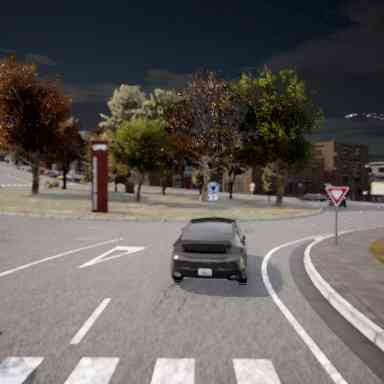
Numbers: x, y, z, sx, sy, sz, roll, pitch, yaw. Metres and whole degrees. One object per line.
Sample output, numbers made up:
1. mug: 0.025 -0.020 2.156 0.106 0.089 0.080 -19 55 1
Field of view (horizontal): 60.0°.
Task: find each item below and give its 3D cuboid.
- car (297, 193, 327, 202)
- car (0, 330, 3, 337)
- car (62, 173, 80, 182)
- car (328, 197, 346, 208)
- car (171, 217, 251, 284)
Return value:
1. car: 19.656 0.858 54.582 2.033 1.411 5.357 -1 2 -21
2. car: -3.372 1.544 1.759 2.033 1.411 5.357 0 0 1
3. car: -31.082 -3.464 88.512 2.231 1.521 4.892 7 6 28
4. car: 18.532 1.112 42.435 1.882 1.535 5.008 0 2 22
5. car: 0.665 1.476 9.585 1.837 1.490 4.892 0 0 9
